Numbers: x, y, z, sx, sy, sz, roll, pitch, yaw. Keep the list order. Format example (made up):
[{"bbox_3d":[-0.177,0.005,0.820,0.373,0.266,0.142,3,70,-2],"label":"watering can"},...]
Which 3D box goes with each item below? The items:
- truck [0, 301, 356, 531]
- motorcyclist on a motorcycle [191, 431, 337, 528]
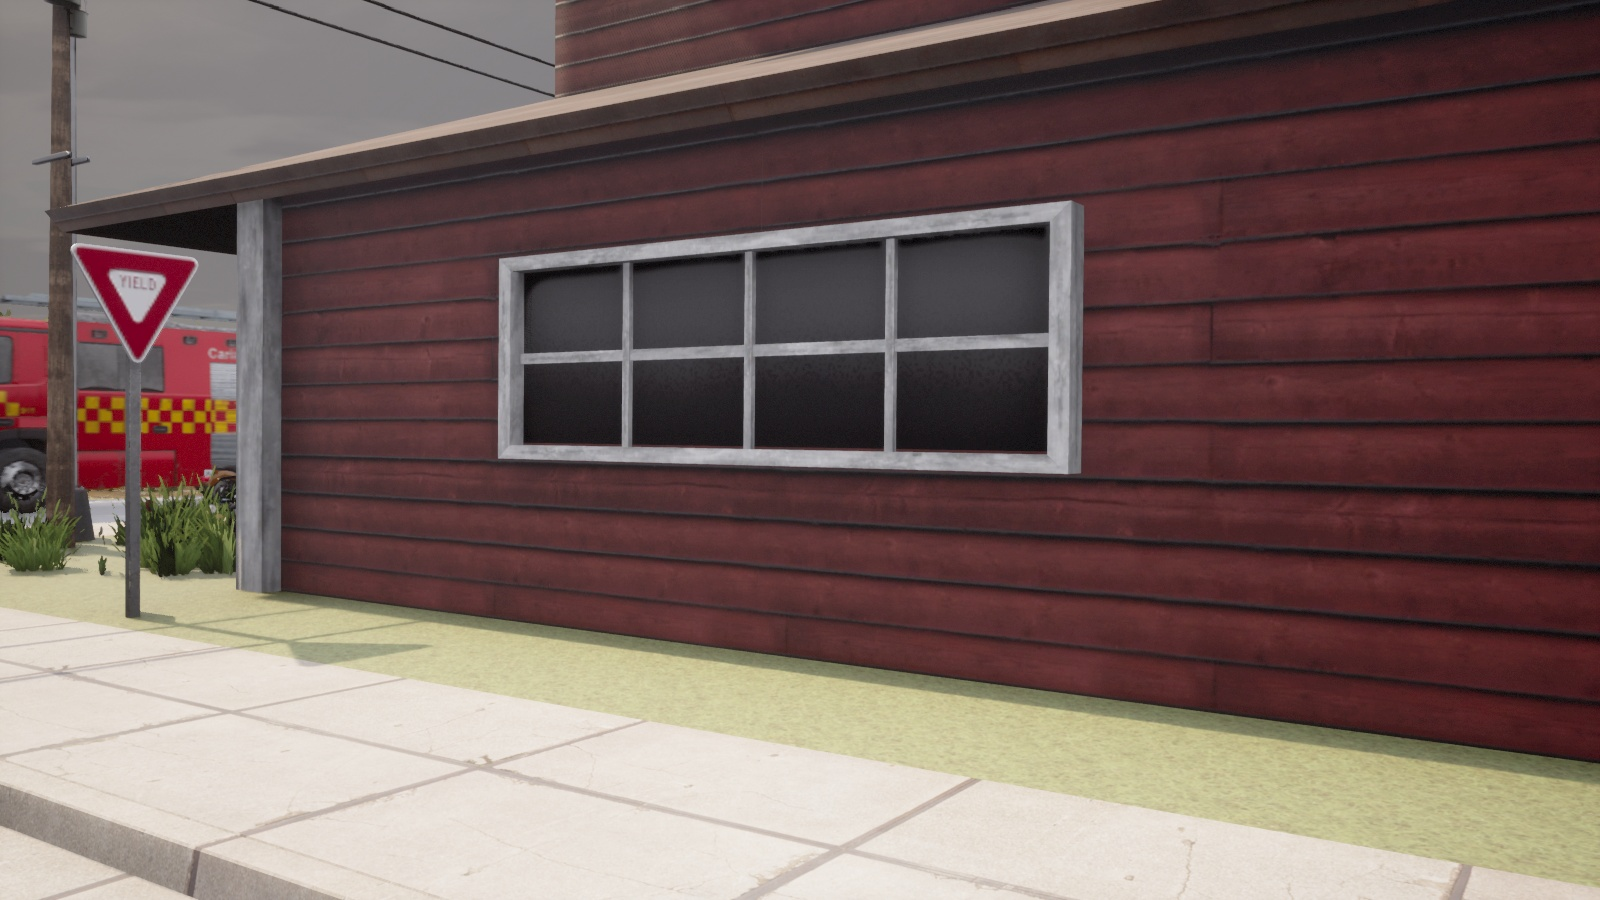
[{"bbox_3d":[-13.013,-0.616,23.933,2.891,3.827,8.468,0,1,34],"label":"truck"},{"bbox_3d":[-9.633,0.486,22.672,0.766,1.649,2.350,0,1,35],"label":"motorcyclist on a motorcycle"}]
